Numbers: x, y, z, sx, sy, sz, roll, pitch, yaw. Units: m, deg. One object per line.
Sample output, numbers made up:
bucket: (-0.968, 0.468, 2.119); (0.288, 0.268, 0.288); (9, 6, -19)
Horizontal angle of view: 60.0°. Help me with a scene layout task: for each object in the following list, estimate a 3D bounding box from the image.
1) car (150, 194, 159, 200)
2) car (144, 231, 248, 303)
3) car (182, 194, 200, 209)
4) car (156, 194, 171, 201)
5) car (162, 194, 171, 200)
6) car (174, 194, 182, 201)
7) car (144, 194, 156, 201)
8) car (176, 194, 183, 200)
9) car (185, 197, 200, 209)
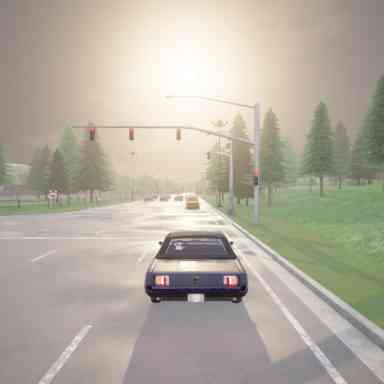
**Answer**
car: (-10.301, 1.332, 90.875); (1.837, 1.490, 4.892); (0, 0, 0)
car: (0.097, 1.601, 8.145); (1.895, 1.301, 4.718); (0, 0, 1)
car: (-0.016, 1.080, 46.352); (1.882, 1.535, 5.008); (-3, 17, -3)
car: (-6.824, 1.531, 80.448); (2.033, 1.411, 5.357); (0, 0, 0)
car: (-6.801, 1.372, 90.868); (2.033, 1.411, 5.357); (0, 0, 0)
car: (-3.323, 1.545, 80.857); (1.994, 1.385, 4.181); (0, 0, 0)
car: (-10.324, 1.531, 80.456); (2.033, 1.411, 5.357); (0, 0, 0)
car: (-3.301, 1.356, 90.860); (1.812, 1.442, 4.674); (0, 0, 0)
car: (0.072, 1.576, 49.813); (2.033, 1.411, 5.357); (-1, 1, 0)
